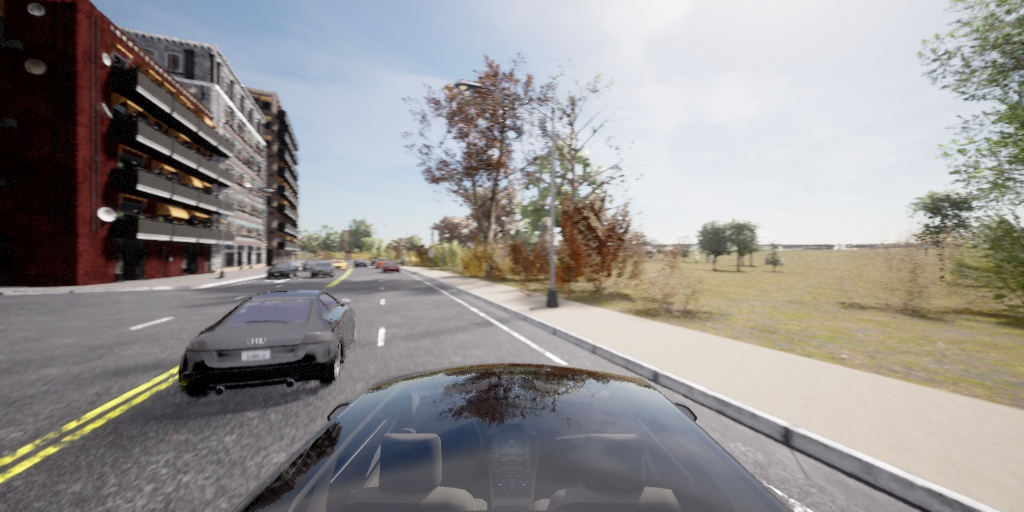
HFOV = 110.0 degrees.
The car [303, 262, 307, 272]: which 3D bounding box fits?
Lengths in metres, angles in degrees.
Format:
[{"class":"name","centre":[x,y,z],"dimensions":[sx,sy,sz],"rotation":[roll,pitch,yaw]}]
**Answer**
[{"class":"car","centre":[-27.693,1.334,49.569],"dimensions":[2.128,1.511,4.902],"rotation":[0,0,-22]}]

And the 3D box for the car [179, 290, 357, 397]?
[{"class":"car","centre":[-4.135,1.324,6.781],"dimensions":[1.994,1.385,4.181],"rotation":[0,0,-19]}]

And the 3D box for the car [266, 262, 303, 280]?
[{"class":"car","centre":[-20.848,1.291,32.738],"dimensions":[1.882,1.535,5.008],"rotation":[0,0,-21]}]

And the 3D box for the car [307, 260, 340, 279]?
[{"class":"car","centre":[-17.967,1.322,34.292],"dimensions":[1.837,1.490,4.892],"rotation":[0,0,-21]}]

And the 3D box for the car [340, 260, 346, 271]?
[{"class":"car","centre":[-24.805,1.324,51.089],"dimensions":[1.882,1.535,5.008],"rotation":[0,0,-22]}]

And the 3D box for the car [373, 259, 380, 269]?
[{"class":"car","centre":[-21.812,1.214,60.726],"dimensions":[2.097,1.767,4.553],"rotation":[0,0,-23]}]

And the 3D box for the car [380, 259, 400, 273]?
[{"class":"car","centre":[-15.614,1.404,46.303],"dimensions":[1.994,1.385,4.181],"rotation":[0,0,-22]}]
